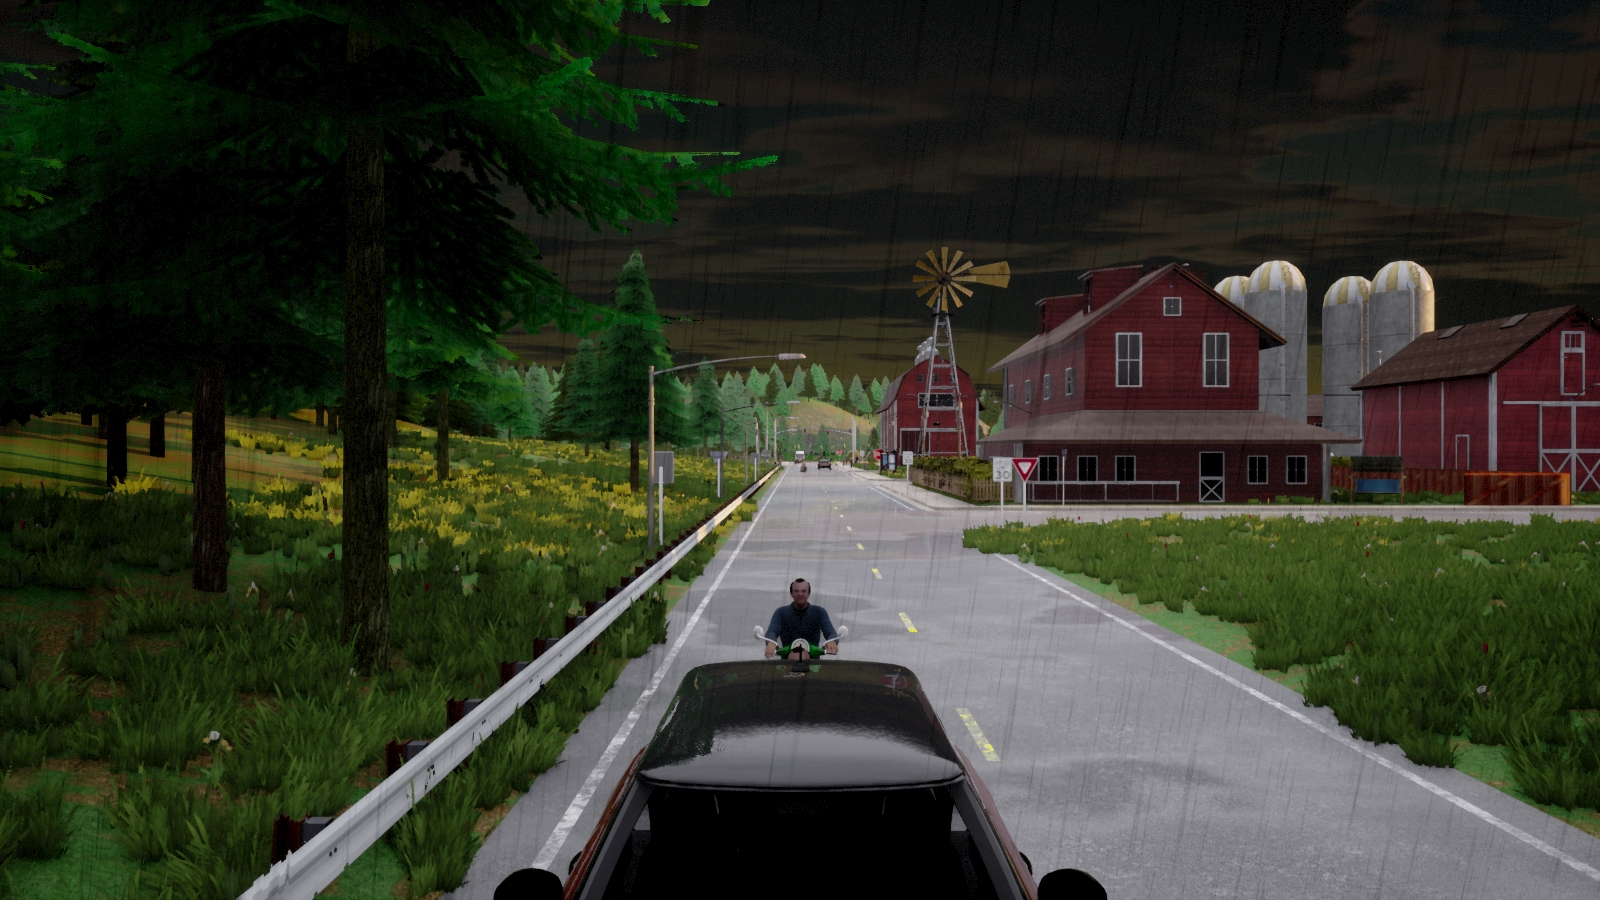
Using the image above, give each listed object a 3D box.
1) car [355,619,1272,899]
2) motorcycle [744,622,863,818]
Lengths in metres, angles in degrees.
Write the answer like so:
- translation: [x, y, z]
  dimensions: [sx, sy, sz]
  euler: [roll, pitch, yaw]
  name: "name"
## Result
- translation: [0.032, 1.899, 4.503]
  dimensions: [2.097, 1.767, 4.553]
  euler: [0, 0, 0]
  name: "car"
- translation: [0.024, 2.229, 9.842]
  dimensions: [0.867, 1.251, 2.209]
  euler: [-2, -3, 0]
  name: "motorcycle"
